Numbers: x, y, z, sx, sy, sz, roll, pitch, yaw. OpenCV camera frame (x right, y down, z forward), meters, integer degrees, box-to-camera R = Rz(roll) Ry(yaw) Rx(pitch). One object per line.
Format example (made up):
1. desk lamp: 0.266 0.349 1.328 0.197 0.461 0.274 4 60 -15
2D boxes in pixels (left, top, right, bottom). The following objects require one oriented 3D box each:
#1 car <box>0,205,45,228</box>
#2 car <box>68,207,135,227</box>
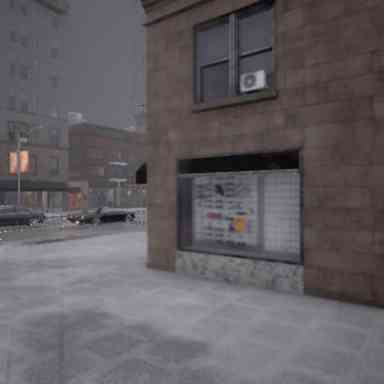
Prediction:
1. car: -12.089 1.635 21.548 1.837 1.490 4.892 0 0 36
2. car: -6.283 1.704 23.739 1.895 1.301 4.718 0 0 36
